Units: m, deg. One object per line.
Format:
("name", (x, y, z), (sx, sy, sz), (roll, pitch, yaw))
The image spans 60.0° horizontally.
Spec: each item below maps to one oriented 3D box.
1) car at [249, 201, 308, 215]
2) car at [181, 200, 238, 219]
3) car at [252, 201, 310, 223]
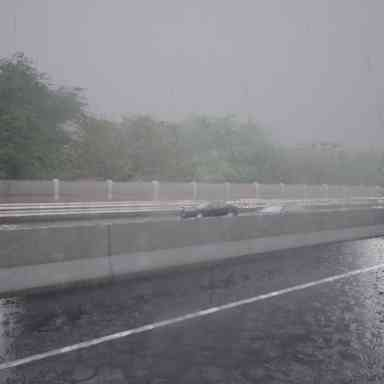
("car", (5.366, 1.485, 20.547), (4.674, 1.442, 1.812), (0, 0, -35))
("car", (1.430, 1.430, 26.336), (5.008, 1.535, 1.882), (0, 0, -35))
("car", (6.984, 1.477, 25.910), (4.674, 1.442, 1.812), (0, 0, -34))
